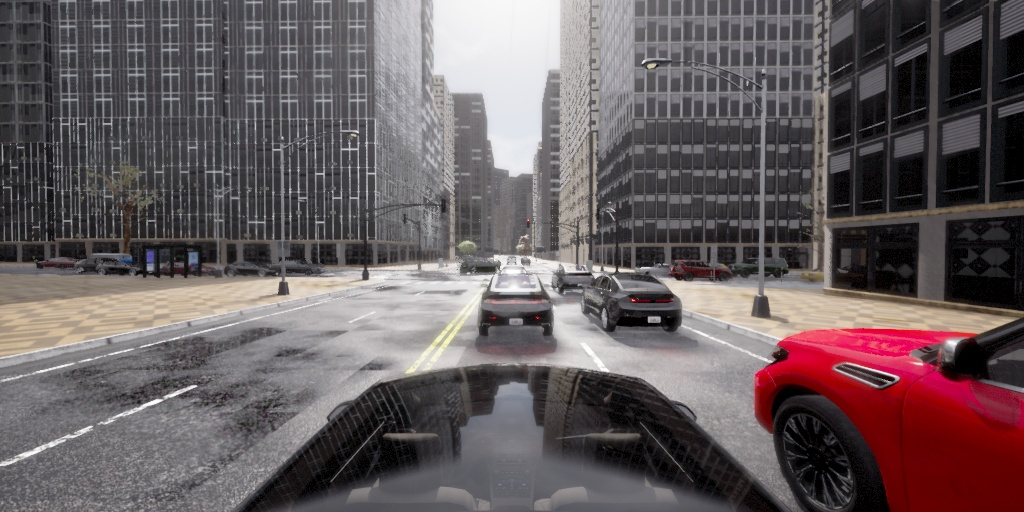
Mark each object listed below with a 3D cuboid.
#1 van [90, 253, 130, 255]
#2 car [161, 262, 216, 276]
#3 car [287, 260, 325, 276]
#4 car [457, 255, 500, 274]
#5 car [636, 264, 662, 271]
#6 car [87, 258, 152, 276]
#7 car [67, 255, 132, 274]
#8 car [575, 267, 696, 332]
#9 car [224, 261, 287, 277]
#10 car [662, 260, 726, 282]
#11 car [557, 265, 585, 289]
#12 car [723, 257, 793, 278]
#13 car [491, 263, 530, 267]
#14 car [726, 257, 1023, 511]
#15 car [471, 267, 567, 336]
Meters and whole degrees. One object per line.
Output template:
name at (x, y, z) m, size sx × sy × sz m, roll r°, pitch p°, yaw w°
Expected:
van at (-45.314, 0.604, 40.400) m, size 3.998 × 1.789 × 1.690 m, roll 0°, pitch 0°, yaw 1°
car at (-28.437, 1.138, 31.578) m, size 4.207 × 1.307 × 1.802 m, roll 0°, pitch 0°, yaw 1°
car at (-20.364, 1.111, 34.109) m, size 4.674 × 1.442 × 1.812 m, roll 1°, pitch 1°, yaw 1°
car at (-3.311, 1.017, 38.376) m, size 4.553 × 1.767 × 2.097 m, roll 0°, pitch 1°, yaw -41°
car at (15.074, 1.452, 36.730) m, size 4.718 × 1.301 × 1.895 m, roll 0°, pitch 1°, yaw 0°
car at (-34.117, 1.069, 31.747) m, size 4.313 × 1.339 × 1.948 m, roll 0°, pitch 0°, yaw 1°
car at (-39.000, 0.922, 34.482) m, size 4.892 × 1.490 × 1.837 m, roll 0°, pitch 1°, yaw 1°
car at (3.342, 1.251, 10.845) m, size 1.837 × 1.490 × 4.892 m, roll 0°, pitch 0°, yaw 0°
car at (-22.752, 1.173, 31.449) m, size 4.313 × 1.339 × 1.948 m, roll 0°, pitch 0°, yaw 1°
car at (16.173, 1.269, 30.948) m, size 5.009 × 1.841 × 2.192 m, roll 0°, pitch 0°, yaw 1°
car at (3.338, 1.232, 20.093) m, size 2.128 × 1.511 × 4.902 m, roll 0°, pitch 0°, yaw 0°
car at (24.979, 1.159, 36.575) m, size 5.566 × 2.045 × 2.150 m, roll 1°, pitch 1°, yaw 1°
car at (0.087, 1.288, 20.087) m, size 2.033 × 1.411 × 5.357 m, roll 0°, pitch 0°, yaw 0°
car at (3.348, 0.972, 0.981) m, size 2.150 × 2.045 × 5.566 m, roll 0°, pitch 0°, yaw 0°
car at (0.093, 1.238, 10.352) m, size 2.128 × 1.511 × 4.902 m, roll 0°, pitch 0°, yaw 0°
